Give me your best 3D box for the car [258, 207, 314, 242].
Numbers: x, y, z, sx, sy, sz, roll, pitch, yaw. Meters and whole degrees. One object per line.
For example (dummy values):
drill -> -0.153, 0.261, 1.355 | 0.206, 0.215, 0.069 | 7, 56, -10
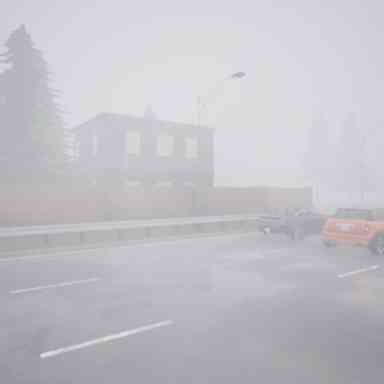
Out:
car -> 5.345, 1.473, 16.226 | 4.902, 1.511, 2.128 | 0, 0, -35

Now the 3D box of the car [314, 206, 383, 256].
car -> 7.301, 1.332, 13.323 | 4.553, 1.767, 2.097 | 0, 0, -35
